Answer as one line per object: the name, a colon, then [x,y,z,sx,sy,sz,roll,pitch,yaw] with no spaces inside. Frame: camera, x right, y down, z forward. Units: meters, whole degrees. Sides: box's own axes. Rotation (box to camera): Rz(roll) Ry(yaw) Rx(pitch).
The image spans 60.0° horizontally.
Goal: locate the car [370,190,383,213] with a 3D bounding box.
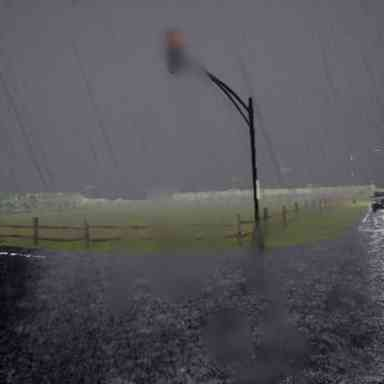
car: [18.312,0.811,31.583,2.150,2.045,5.566,-4,-1,30]
